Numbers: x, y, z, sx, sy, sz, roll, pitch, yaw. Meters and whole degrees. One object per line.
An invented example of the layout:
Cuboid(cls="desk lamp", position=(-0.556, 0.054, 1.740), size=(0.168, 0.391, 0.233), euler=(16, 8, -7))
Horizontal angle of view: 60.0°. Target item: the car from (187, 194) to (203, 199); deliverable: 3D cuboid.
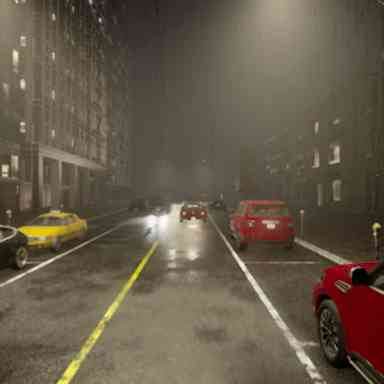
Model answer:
Cuboid(cls="car", position=(0.094, 1.352, 44.569), size=(1.895, 1.301, 4.718), euler=(0, 0, 0))

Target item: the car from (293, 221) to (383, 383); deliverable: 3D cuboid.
Cuboid(cls="car", position=(2.704, 1.301, 2.673), size=(2.192, 1.841, 5.009), euler=(1, 0, 0))

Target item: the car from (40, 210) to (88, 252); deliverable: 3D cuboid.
Cuboid(cls="car", position=(-5.680, 1.454, 13.594), size=(1.752, 1.417, 4.829), euler=(1, 0, 0))

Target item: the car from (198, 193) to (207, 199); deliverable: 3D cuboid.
Cuboid(cls="car", position=(2.691, 1.056, 85.863), size=(1.947, 1.339, 4.313), euler=(1, 0, 0))

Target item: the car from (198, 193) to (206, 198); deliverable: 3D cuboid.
Cuboid(cls="car", position=(2.690, 1.018, 91.407), size=(1.947, 1.339, 4.313), euler=(1, 0, 0))

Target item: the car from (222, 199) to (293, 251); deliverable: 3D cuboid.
Cuboid(cls="car", position=(2.703, 1.243, 13.766), size=(2.192, 1.841, 5.009), euler=(1, 0, 0))

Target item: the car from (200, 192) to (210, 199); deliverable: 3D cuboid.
Cuboid(cls="car", position=(2.697, 0.915, 69.224), size=(2.192, 1.841, 5.009), euler=(1, 0, 0))

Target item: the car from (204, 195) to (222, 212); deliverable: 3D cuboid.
Cuboid(cls="car", position=(2.697, 1.369, 35.950), size=(1.947, 1.339, 4.313), euler=(1, 0, 0))

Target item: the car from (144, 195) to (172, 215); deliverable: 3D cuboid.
Cuboid(cls="car", position=(-3.019, 1.318, 32.182), size=(2.128, 1.511, 4.902), euler=(0, 0, 0))

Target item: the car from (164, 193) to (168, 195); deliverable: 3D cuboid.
Cuboid(cls="car", position=(-5.687, 1.250, 58.130), size=(1.802, 1.307, 4.206), euler=(1, 0, 0))

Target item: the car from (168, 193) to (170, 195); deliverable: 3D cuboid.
Cuboid(cls="car", position=(-5.686, 1.004, 74.766), size=(1.967, 1.590, 4.097), euler=(1, 0, 0))

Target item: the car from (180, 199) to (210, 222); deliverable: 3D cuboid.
Cuboid(cls="car", position=(0.097, 1.469, 24.635), size=(1.895, 1.301, 4.718), euler=(0, 0, 0))

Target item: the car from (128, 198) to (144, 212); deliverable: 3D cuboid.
Cuboid(cls="car", position=(-5.683, 1.369, 35.947), size=(1.947, 1.339, 4.313), euler=(1, 0, 0))

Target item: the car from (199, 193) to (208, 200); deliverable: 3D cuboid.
Cuboid(cls="car", position=(2.692, 1.072, 80.318), size=(1.887, 1.381, 4.507), euler=(1, 0, 0))

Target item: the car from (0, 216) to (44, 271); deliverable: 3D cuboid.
Cuboid(cls="car", position=(-5.681, 1.523, 8.219), size=(1.947, 1.339, 4.313), euler=(1, 0, 0))
